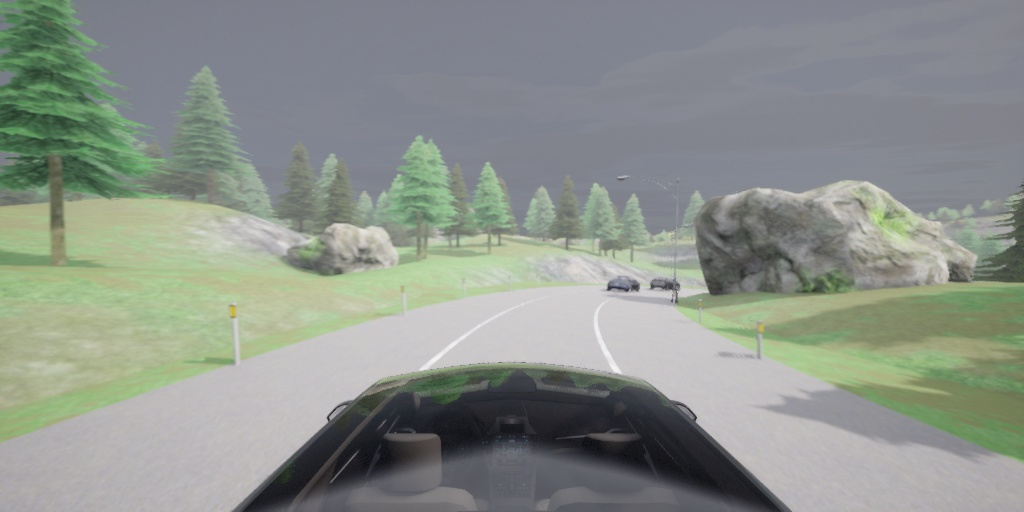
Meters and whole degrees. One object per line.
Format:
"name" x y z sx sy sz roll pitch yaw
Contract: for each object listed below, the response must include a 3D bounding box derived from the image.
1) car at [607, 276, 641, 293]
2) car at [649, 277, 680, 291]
"car" 10.030 2.463 31.975 1.994 1.385 4.181 3 -2 36
"car" 17.354 3.157 40.577 4.902 1.511 2.128 6 -2 -44
